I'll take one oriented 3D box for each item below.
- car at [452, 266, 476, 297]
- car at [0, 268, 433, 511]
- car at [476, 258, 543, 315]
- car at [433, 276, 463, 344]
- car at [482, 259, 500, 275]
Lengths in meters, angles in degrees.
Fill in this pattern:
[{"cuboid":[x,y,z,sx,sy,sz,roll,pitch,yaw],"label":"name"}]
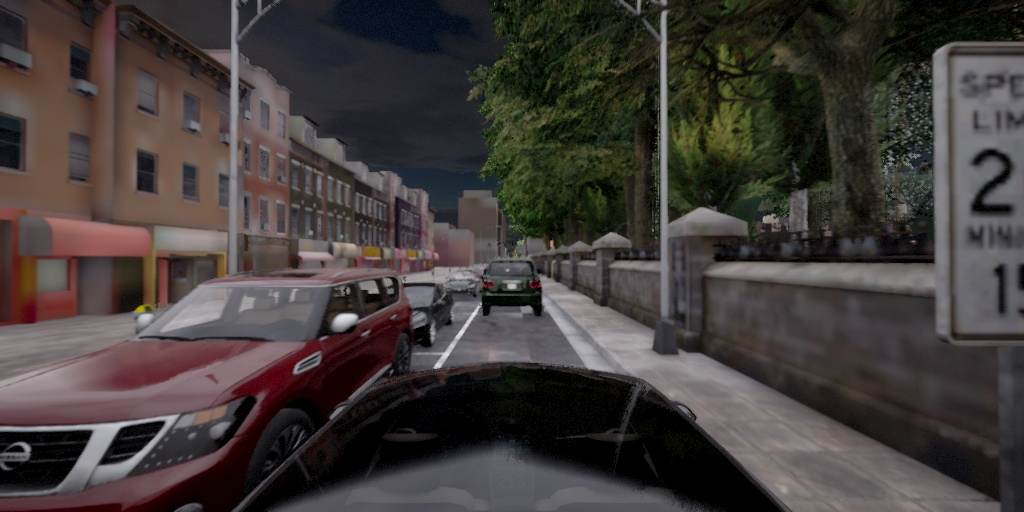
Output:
[{"cuboid":[-2.649,1.484,20.138,2.007,1.370,4.403,0,0,0],"label":"car"},{"cuboid":[-2.655,1.091,4.329,2.192,1.841,5.009,0,0,0],"label":"car"},{"cuboid":[0.009,1.101,14.434,2.150,2.045,5.566,0,0,0],"label":"car"},{"cuboid":[-2.653,1.394,9.599,1.948,1.339,4.313,0,0,0],"label":"car"},{"cuboid":[-2.744,1.448,48.908,2.150,2.045,5.566,0,-1,0],"label":"car"}]
